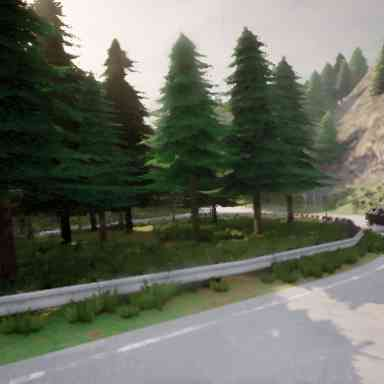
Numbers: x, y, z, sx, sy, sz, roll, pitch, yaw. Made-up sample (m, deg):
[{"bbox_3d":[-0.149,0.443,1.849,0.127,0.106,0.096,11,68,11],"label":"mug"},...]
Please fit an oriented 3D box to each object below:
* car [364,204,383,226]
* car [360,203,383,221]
[{"bbox_3d":[14.140,1.783,23.830,1.837,1.490,4.892,-3,-2,6],"label":"car"},{"bbox_3d":[17.681,1.816,30.536,1.812,1.442,4.674,-4,-2,-2],"label":"car"}]
